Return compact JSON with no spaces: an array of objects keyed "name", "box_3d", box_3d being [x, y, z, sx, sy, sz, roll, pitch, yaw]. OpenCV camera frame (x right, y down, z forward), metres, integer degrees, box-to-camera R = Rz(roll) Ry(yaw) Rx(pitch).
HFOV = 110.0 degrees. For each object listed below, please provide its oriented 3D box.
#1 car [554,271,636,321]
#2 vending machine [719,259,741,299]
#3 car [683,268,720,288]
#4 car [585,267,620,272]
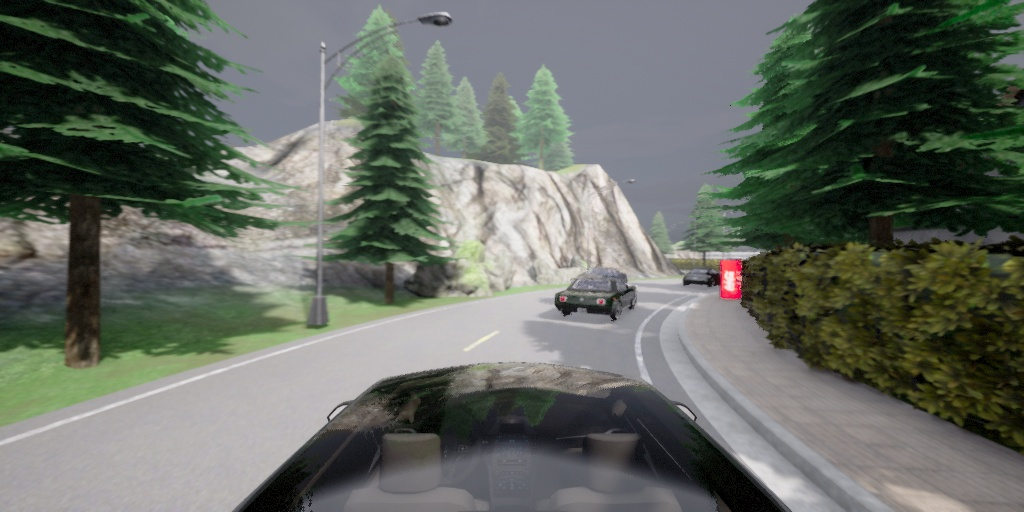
[{"name":"car","box_3d":[3.228,1.420,13.020,1.895,1.301,4.718,1,0,28]},{"name":"vending machine","box_3d":[10.592,1.136,17.414,1.100,2.100,0.880,0,0,37]},{"name":"car","box_3d":[14.551,1.582,27.022,4.181,1.385,1.994,1,0,-44]},{"name":"car","box_3d":[5.713,1.422,23.024,2.033,1.411,5.357,1,0,39]}]
